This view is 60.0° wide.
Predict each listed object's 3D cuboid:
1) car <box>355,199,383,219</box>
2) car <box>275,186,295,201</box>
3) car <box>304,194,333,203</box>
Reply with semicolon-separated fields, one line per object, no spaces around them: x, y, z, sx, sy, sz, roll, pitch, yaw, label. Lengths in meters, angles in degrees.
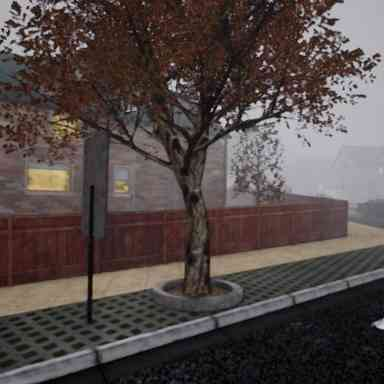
12.859;1.171;21.750;2.033;1.411;5.357;1;2;-3;car
11.731;0.449;41.983;1.882;1.535;5.008;1;2;-3;car
12.300;0.862;31.704;1.994;1.385;4.181;1;2;-3;car
